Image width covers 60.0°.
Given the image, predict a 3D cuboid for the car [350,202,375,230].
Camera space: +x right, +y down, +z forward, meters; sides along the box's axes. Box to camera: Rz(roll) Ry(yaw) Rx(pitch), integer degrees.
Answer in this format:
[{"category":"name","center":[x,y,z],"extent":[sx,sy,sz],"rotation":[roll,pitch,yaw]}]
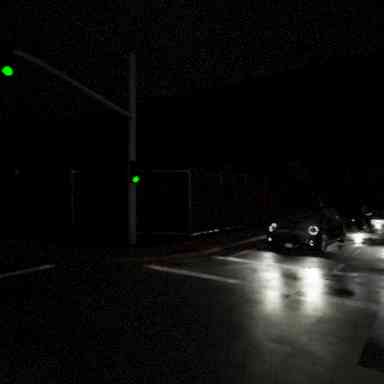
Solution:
[{"category":"car","center":[10.278,1.550,21.483],"extent":[1.837,1.490,4.892],"rotation":[0,0,36]}]

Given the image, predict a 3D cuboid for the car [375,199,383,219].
[{"category":"car","center":[16.058,1.616,29.612],"extent":[1.994,1.385,4.181],"rotation":[0,0,35]}]

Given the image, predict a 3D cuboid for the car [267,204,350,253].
[{"category":"car","center":[4.930,1.391,14.077],"extent":[2.097,1.767,4.553],"rotation":[0,0,37]}]

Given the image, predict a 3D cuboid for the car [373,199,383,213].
[{"category":"car","center":[22.049,1.564,37.998],"extent":[1.837,1.490,4.892],"rotation":[0,0,36]}]
